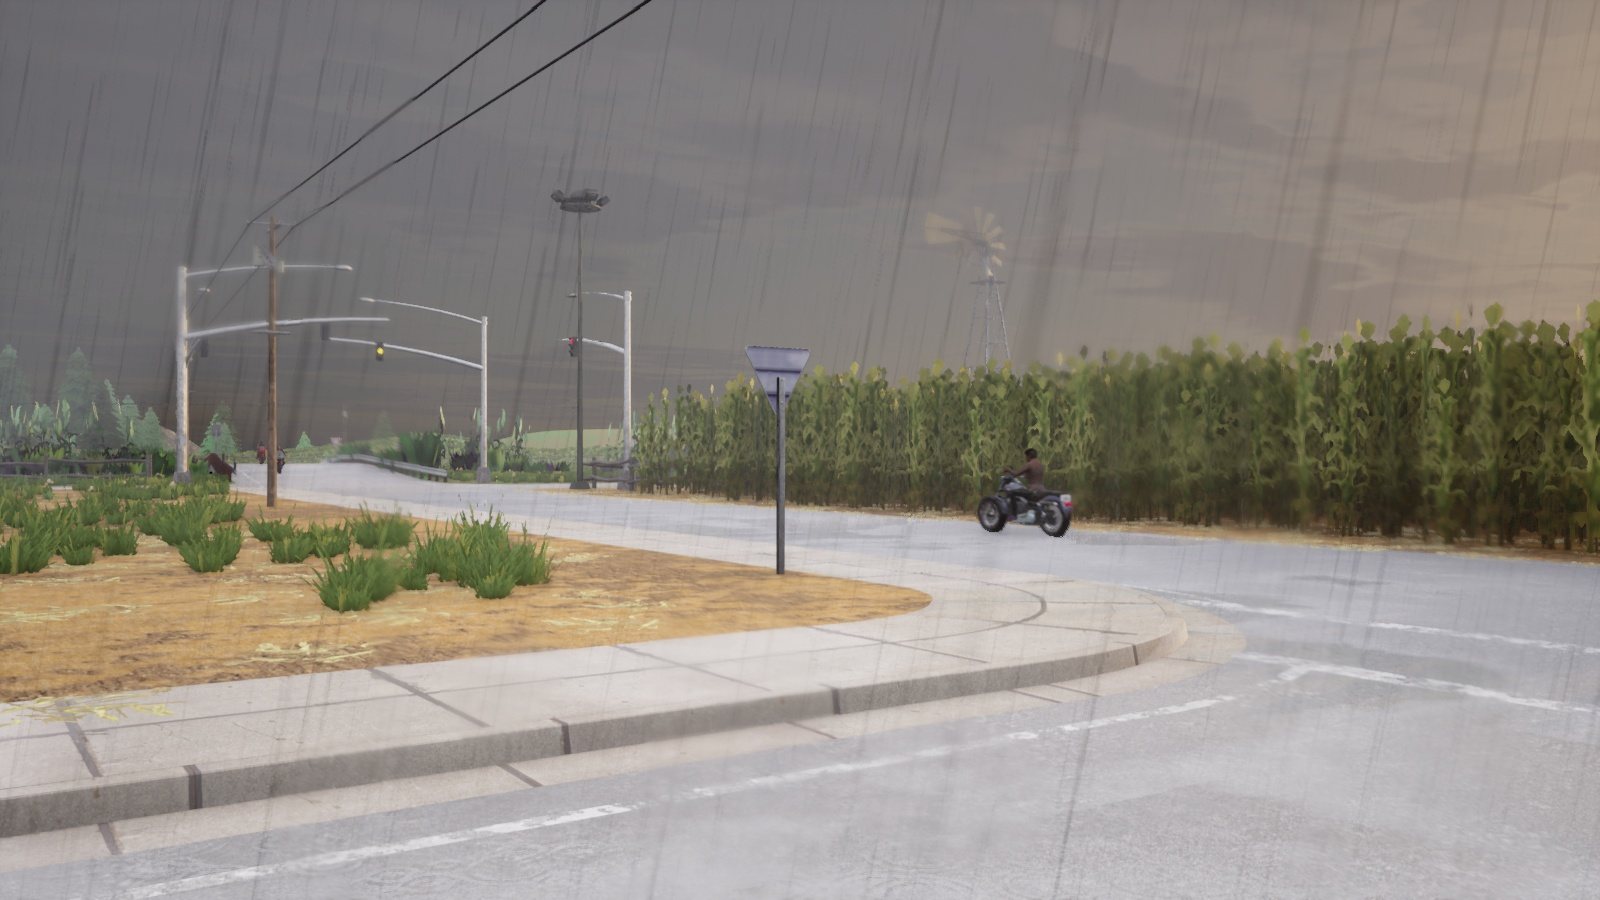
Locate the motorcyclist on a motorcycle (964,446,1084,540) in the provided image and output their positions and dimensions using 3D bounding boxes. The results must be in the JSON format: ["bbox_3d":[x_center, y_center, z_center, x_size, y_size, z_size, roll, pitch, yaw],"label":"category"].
[{"bbox_3d":[4.114,0.763,23.288,0.766,1.649,2.350,0,0,-34],"label":"motorcyclist on a motorcycle"}]

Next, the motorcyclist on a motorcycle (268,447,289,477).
[{"bbox_3d":[-28.524,0.657,68.635,0.866,1.530,2.191,0,3,-28],"label":"motorcyclist on a motorcycle"}]
